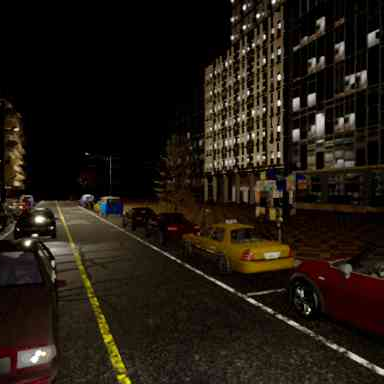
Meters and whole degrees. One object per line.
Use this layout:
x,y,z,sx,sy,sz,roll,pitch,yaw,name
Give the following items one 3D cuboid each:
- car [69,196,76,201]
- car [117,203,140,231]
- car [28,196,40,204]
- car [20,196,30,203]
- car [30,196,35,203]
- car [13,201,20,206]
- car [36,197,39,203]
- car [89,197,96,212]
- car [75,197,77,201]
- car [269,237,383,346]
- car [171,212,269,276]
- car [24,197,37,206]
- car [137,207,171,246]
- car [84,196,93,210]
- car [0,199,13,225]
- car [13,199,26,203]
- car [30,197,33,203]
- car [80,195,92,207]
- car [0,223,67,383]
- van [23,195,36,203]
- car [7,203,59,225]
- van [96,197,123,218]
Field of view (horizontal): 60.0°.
-30.950,1.606,86.582,1.887,1.381,4.507,-1,0,-23,car
-3.144,1.580,20.334,1.802,1.307,4.206,0,0,-23,car
-32.260,1.604,68.051,1.947,1.339,4.313,0,0,-23,car
-17.288,1.442,32.378,1.967,1.590,4.097,0,0,-23,car
-21.565,1.554,42.571,1.887,1.381,4.507,0,0,-23,car
-13.010,1.549,22.188,2.008,1.369,4.403,0,0,-23,car
-25.843,1.601,52.763,1.802,1.307,4.206,0,0,-23,car
-9.626,1.527,35.778,1.752,1.417,4.829,0,0,-23,car
-18.182,1.545,56.162,1.752,1.417,4.829,0,0,-23,car
3.272,1.439,5.046,1.967,1.590,4.097,0,0,-23,car
1.068,1.523,10.299,1.752,1.417,4.829,0,0,-23,car
-27.982,1.607,57.858,1.802,1.307,4.206,0,0,-23,car
-1.005,1.579,15.239,1.802,1.307,4.206,0,0,-23,car
-11.699,1.571,40.718,1.947,1.339,4.313,0,0,-23,car
-10.873,1.313,17.091,2.192,1.841,5.009,0,0,-23,car
-15.149,1.551,27.284,2.008,1.369,4.403,0,0,-23,car
-19.426,1.571,37.475,1.947,1.339,4.313,0,0,-23,car
-13.839,1.449,45.814,1.967,1.590,4.097,0,0,-23,car
-3.149,1.546,5.409,2.033,1.411,5.357,0,0,-22,car
-23.706,1.355,47.667,1.690,1.788,3.998,0,0,-23,van
-8.033,1.545,17.295,2.033,1.411,5.357,0,0,-23,car
-7.423,1.341,30.526,1.690,1.788,3.998,0,0,-23,van
